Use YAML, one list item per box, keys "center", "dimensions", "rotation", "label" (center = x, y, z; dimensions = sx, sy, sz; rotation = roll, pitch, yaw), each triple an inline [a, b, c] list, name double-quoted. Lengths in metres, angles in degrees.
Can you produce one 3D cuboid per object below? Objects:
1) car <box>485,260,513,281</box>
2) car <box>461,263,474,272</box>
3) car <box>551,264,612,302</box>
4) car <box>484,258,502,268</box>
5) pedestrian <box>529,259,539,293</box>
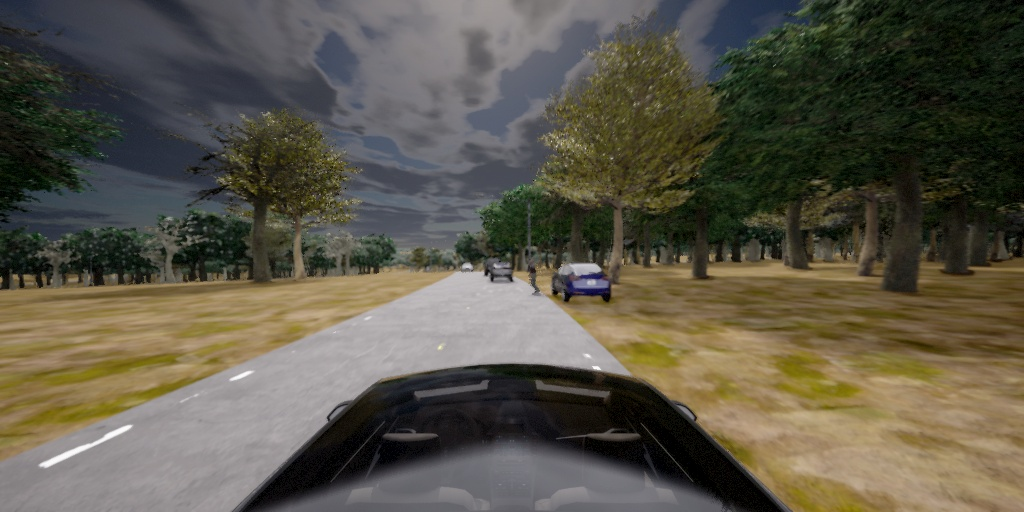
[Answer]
- center: [-0.962, 1.337, 30.977]
  dimensions: [2.128, 1.511, 4.902]
  rotation: [0, -1, -5]
  label: "car"
- center: [-7.351, 1.913, 59.044]
  dimensions: [1.812, 1.442, 4.674]
  rotation: [0, -1, -8]
  label: "car"
- center: [2.999, 1.076, 16.203]
  dimensions: [2.163, 1.488, 4.792]
  rotation: [0, 0, -2]
  label: "car"
- center: [-2.135, 1.251, 42.698]
  dimensions: [2.150, 2.045, 5.566]
  rotation: [0, -1, -6]
  label: "car"
- center: [1.124, 1.029, 18.885]
  dimensions: [0.375, 1.860, 0.375]
  rotation: [-1, 1, -8]
  label: "pedestrian"
